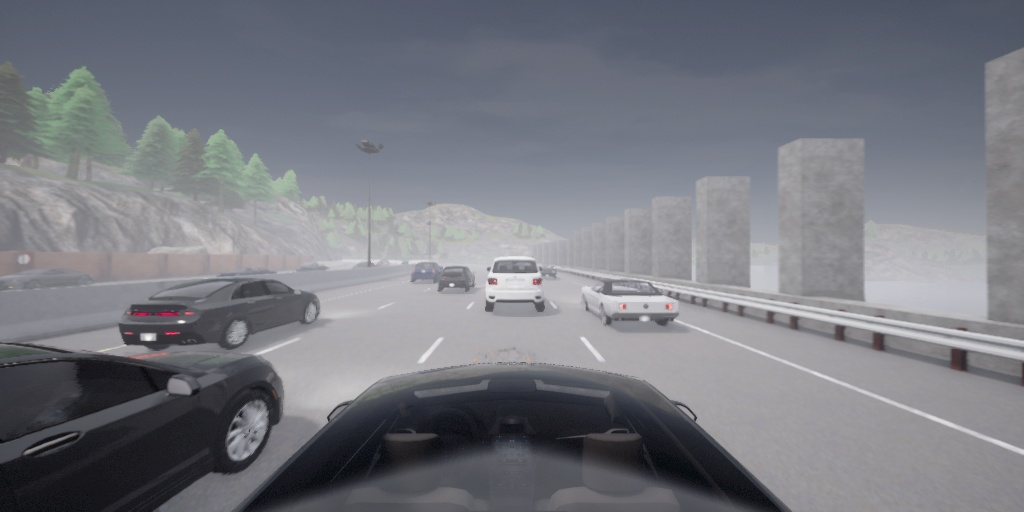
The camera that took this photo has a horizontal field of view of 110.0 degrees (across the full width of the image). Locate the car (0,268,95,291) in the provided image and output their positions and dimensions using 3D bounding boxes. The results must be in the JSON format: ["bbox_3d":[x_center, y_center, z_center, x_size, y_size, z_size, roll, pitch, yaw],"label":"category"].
[{"bbox_3d":[-28.134,1.403,21.565,1.994,1.385,4.181,0,0,-1],"label":"car"}]

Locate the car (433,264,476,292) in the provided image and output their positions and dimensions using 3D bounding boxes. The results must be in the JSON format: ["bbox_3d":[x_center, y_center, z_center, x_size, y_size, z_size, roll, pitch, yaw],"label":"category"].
[{"bbox_3d":[-3.437,1.383,22.732,1.837,1.490,4.892,0,0,-1],"label":"car"}]

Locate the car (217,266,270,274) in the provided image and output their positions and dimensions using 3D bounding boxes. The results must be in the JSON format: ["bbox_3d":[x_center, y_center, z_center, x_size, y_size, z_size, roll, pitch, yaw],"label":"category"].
[{"bbox_3d":[-21.249,1.494,28.947,1.895,1.301,4.718,0,0,-1],"label":"car"}]

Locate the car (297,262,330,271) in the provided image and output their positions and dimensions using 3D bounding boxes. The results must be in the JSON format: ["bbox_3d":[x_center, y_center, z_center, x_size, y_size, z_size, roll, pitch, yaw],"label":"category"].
[{"bbox_3d":[-25.392,1.597,46.152,1.895,1.301,4.718,0,0,-3],"label":"car"}]

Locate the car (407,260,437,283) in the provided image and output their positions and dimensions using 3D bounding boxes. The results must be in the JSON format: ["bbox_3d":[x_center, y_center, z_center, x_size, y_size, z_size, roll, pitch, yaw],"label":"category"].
[{"bbox_3d":[-7.088,1.273,30.670,2.097,1.767,4.553,0,0,-1],"label":"car"}]

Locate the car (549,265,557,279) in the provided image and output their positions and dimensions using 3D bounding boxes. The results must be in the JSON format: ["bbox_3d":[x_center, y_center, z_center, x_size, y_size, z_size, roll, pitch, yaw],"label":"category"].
[{"bbox_3d":[3.263,1.570,36.216,1.895,1.301,4.718,0,0,-2],"label":"car"}]

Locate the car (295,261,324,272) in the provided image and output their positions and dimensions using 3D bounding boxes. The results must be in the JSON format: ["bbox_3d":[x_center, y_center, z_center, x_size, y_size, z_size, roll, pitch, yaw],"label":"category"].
[{"bbox_3d":[-29.206,1.553,51.928,1.812,1.442,4.674,0,0,-5],"label":"car"}]

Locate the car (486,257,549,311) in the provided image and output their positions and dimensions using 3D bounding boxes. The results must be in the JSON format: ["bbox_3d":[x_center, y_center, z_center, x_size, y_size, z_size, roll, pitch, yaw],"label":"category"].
[{"bbox_3d":[0.105,1.056,15.055,2.150,2.045,5.566,0,0,0],"label":"car"}]

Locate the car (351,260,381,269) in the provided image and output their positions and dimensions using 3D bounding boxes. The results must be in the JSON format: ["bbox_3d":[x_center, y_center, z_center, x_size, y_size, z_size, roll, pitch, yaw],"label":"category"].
[{"bbox_3d":[-18.236,1.495,44.209,1.837,1.490,4.892,0,0,-2],"label":"car"}]

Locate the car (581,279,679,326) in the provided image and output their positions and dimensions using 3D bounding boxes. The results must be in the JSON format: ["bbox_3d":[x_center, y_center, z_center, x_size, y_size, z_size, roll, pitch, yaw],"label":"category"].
[{"bbox_3d":[3.602,1.419,11.936,1.895,1.301,4.718,0,0,0],"label":"car"}]

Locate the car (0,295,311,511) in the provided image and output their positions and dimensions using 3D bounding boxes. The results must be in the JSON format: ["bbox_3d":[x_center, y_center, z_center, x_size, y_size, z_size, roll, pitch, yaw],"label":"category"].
[{"bbox_3d":[-3.400,1.253,1.934,1.837,1.490,4.892,0,0,0],"label":"car"}]

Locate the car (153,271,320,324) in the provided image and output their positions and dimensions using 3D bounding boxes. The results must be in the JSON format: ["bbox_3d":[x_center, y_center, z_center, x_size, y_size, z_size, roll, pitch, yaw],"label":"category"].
[{"bbox_3d":[-6.898,1.294,9.226,1.837,1.490,4.892,0,0,0],"label":"car"}]
